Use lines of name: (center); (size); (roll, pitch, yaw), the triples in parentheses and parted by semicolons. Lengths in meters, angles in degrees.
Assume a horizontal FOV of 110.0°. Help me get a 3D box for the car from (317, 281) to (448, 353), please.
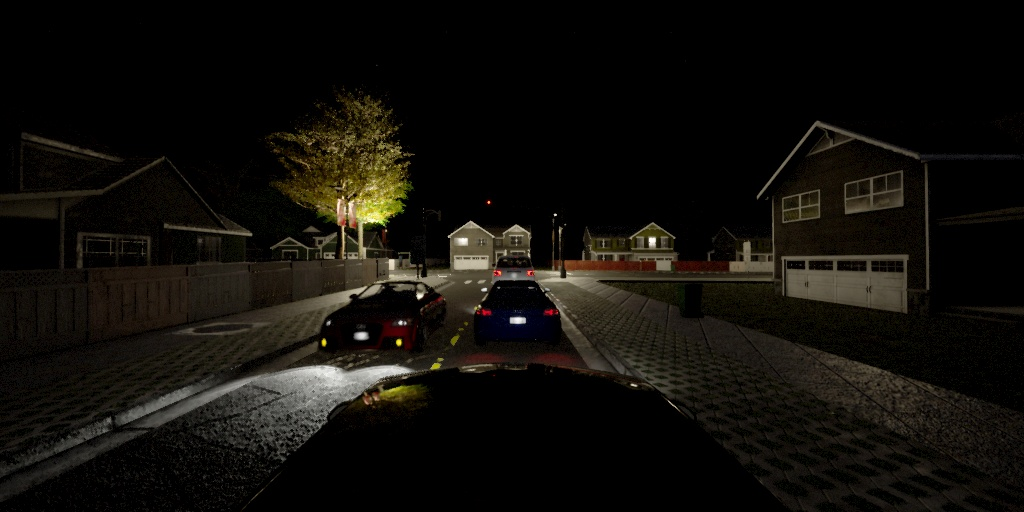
car: (-2.840, 1.315, 8.741); (1.994, 1.385, 4.181); (0, 0, 0)

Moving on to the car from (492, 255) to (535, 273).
car: (0.101, 0.976, 19.451); (2.150, 2.045, 5.566); (0, 0, 0)

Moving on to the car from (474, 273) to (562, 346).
car: (0.106, 1.316, 9.489); (1.994, 1.385, 4.181); (0, 0, 0)
